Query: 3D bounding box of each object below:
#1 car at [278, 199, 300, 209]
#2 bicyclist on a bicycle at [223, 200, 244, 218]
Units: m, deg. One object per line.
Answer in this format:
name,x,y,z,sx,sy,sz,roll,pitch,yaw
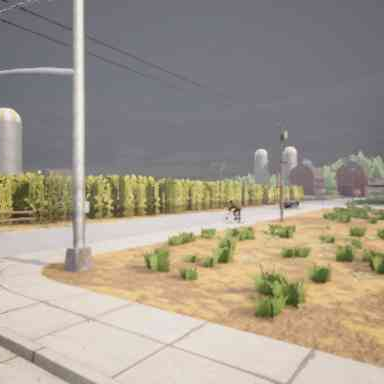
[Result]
car,13.721,1.696,46.968,1.895,1.301,4.718,0,0,33
bicyclist on a bicycle,2.838,1.376,22.796,1.656,1.620,0.582,-1,0,33
